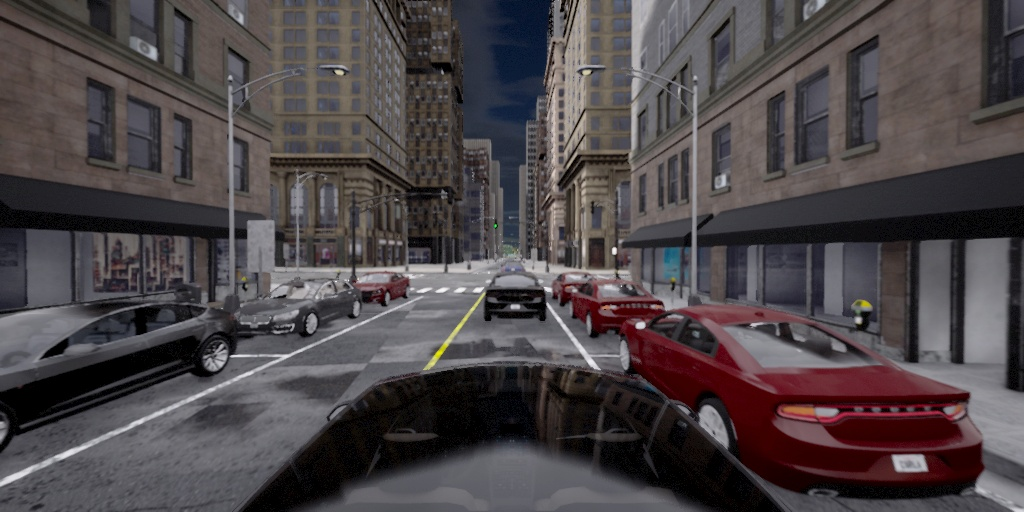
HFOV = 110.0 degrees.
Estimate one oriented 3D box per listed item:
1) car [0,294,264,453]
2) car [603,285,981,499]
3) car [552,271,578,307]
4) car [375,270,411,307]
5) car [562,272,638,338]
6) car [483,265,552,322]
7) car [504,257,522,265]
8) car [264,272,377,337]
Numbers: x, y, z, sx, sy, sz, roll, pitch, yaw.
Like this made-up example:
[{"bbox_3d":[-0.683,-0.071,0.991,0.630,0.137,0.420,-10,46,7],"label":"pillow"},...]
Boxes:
[{"bbox_3d":[-5.766,1.325,4.704,1.948,1.339,4.313,0,0,0],"label":"car"},{"bbox_3d":[2.760,1.304,4.708,1.888,1.381,4.507,0,0,0],"label":"car"},{"bbox_3d":[2.753,1.339,15.719,1.888,1.381,4.507,0,0,0],"label":"car"},{"bbox_3d":[-5.772,1.339,15.714,1.888,1.381,4.507,0,0,0],"label":"car"},{"bbox_3d":[2.757,1.322,10.214,1.888,1.381,4.507,0,0,0],"label":"car"},{"bbox_3d":[0.096,1.261,12.431,1.882,1.535,5.008,0,0,0],"label":"car"},{"bbox_3d":[0.081,1.180,31.599,2.097,1.767,4.553,0,0,0],"label":"car"},{"bbox_3d":[-5.769,1.327,10.209,2.007,1.370,4.403,0,0,0],"label":"car"}]
